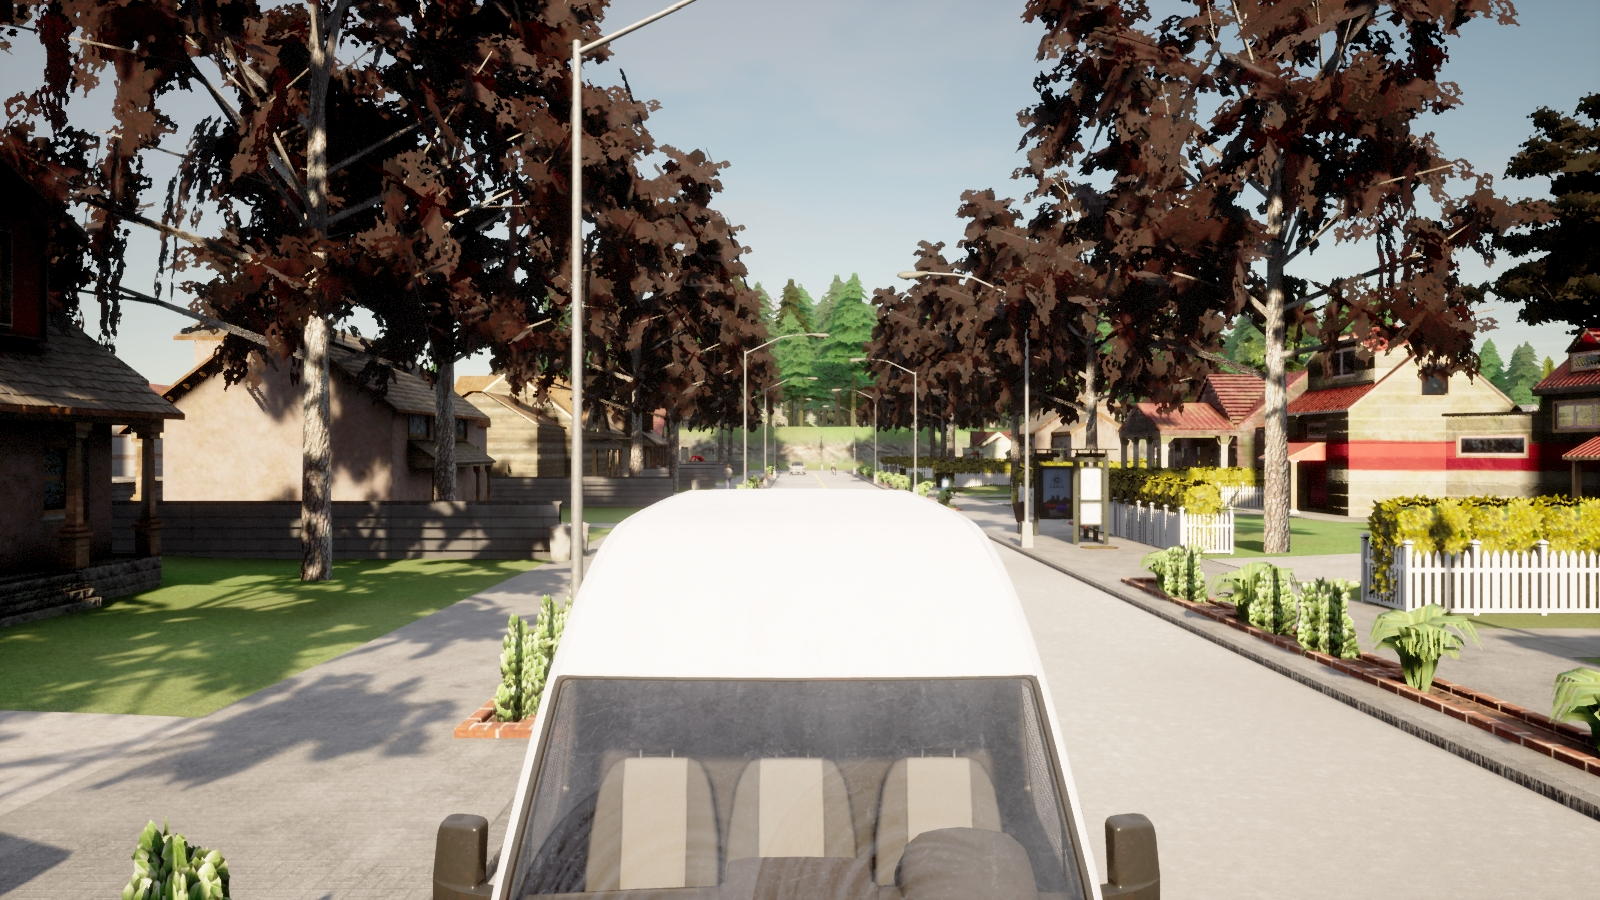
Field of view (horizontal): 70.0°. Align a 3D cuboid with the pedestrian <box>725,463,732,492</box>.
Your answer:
[{"bbox_3d":[-4.600,1.743,73.444,0.375,1.860,0.375,0,0,2],"label":"pedestrian"}]

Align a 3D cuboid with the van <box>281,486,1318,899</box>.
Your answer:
[{"bbox_3d":[-0.006,1.534,5.149,1.988,2.561,5.915,0,0,0],"label":"van"}]
